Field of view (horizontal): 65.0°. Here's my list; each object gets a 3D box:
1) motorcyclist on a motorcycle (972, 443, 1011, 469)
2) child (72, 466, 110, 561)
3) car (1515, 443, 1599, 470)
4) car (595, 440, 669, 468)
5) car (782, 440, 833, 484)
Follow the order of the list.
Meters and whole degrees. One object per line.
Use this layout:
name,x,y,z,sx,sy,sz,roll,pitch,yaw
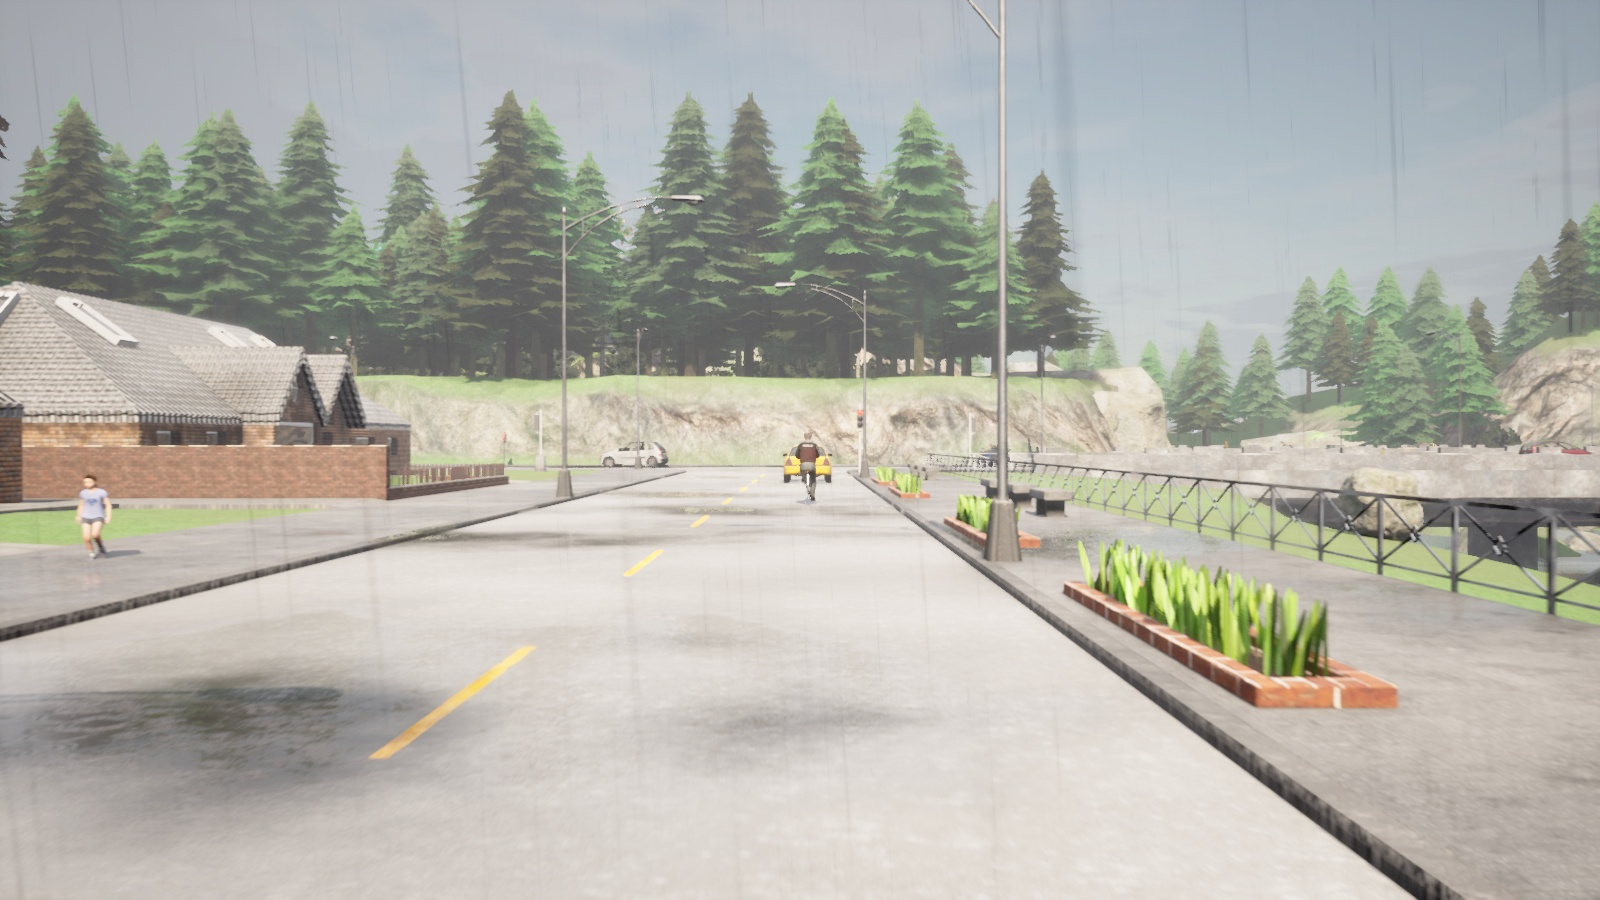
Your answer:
motorcyclist on a motorcycle,11.419,0.368,75.061,2.191,1.530,0.866,0,0,0
child,-8.461,0.745,14.991,0.255,1.110,0.394,0,0,-6
car,42.720,0.360,70.875,3.705,1.549,1.789,0,0,0
car,-10.018,0.214,74.990,3.988,1.617,1.851,0,0,9
car,0.289,0.417,47.657,1.801,1.575,5.366,0,0,0
